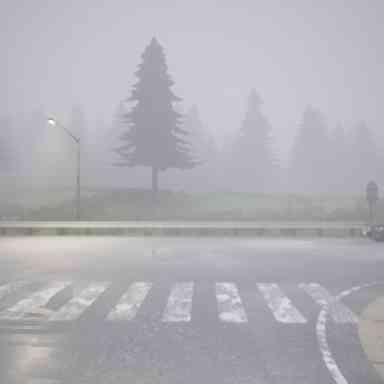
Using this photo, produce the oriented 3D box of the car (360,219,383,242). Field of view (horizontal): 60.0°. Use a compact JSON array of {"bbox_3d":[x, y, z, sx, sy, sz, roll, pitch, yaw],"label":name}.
[{"bbox_3d":[9.840,1.495,14.198,4.902,1.511,2.128,0,0,1],"label":"car"}]
